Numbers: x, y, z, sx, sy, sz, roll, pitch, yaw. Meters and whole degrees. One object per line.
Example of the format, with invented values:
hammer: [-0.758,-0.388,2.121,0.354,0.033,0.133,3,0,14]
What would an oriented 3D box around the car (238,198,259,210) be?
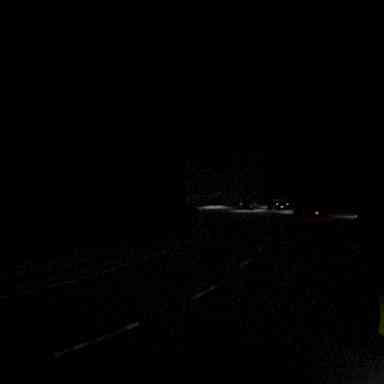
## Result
car: [7.024,1.458,41.802,1.812,1.442,4.674,-1,0,0]

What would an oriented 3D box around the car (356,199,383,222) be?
car: [13.700,1.311,24.245,1.837,1.490,4.892,0,0,5]

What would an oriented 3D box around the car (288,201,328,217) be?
car: [10.514,1.465,30.014,1.895,1.301,4.718,-1,0,2]

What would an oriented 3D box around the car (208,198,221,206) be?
car: [3.685,1.601,55.119,1.895,1.301,4.718,-1,0,1]

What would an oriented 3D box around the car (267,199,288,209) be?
car: [10.697,1.474,41.642,1.895,1.301,4.718,-1,0,1]
